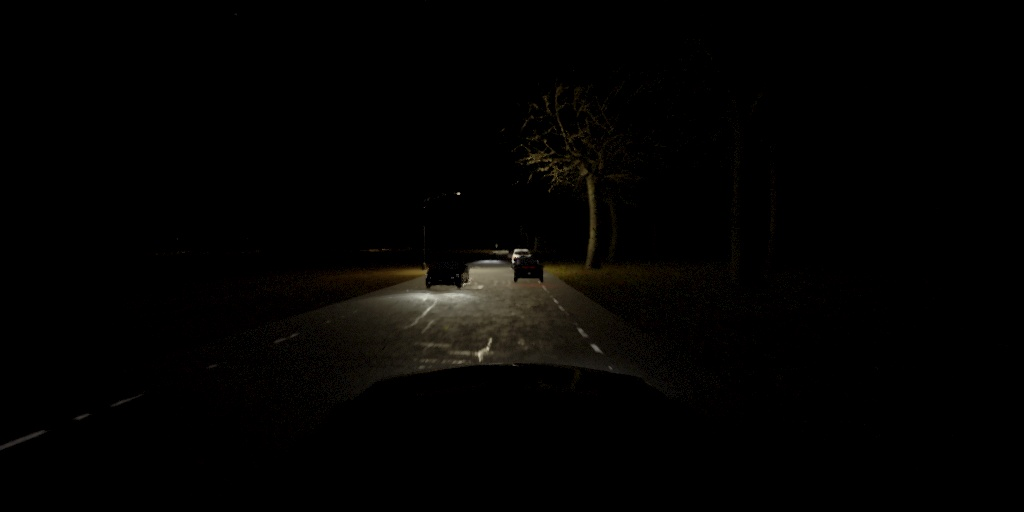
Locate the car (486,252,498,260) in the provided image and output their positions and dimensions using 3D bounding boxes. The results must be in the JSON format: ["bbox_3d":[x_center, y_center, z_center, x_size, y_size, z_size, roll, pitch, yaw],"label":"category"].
[{"bbox_3d":[-3.500,0.041,62.113,1.895,1.301,4.718,0,2,0],"label":"car"}]

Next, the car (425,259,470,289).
[{"bbox_3d":[-3.590,0.935,20.593,1.882,1.535,5.008,0,1,0],"label":"car"}]

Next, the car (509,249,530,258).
[{"bbox_3d":[1.058,0.260,40.374,2.150,2.045,5.566,0,1,0],"label":"car"}]

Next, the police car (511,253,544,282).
[{"bbox_3d":[1.054,0.804,24.460,1.930,1.638,5.238,0,1,0],"label":"police car"}]
